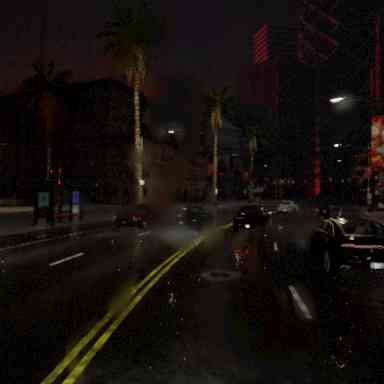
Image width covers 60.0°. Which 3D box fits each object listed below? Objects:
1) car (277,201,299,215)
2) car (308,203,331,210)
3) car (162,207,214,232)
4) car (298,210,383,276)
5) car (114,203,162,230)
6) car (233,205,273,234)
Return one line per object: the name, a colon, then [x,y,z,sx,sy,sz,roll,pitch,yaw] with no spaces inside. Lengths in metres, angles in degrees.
car: [10.469,1.670,36.277,1.812,1.442,4.674,0,0,24]
car: [11.667,1.683,30.528,2.033,1.411,5.357,0,0,25]
car: [0.017,1.618,20.591,1.994,1.385,4.181,0,0,18]
car: [4.821,1.542,10.296,2.128,1.511,4.902,0,0,10]
car: [-3.239,1.520,21.936,1.882,1.535,5.008,0,0,18]
car: [3.680,1.571,19.982,1.837,1.490,4.892,0,0,17]
